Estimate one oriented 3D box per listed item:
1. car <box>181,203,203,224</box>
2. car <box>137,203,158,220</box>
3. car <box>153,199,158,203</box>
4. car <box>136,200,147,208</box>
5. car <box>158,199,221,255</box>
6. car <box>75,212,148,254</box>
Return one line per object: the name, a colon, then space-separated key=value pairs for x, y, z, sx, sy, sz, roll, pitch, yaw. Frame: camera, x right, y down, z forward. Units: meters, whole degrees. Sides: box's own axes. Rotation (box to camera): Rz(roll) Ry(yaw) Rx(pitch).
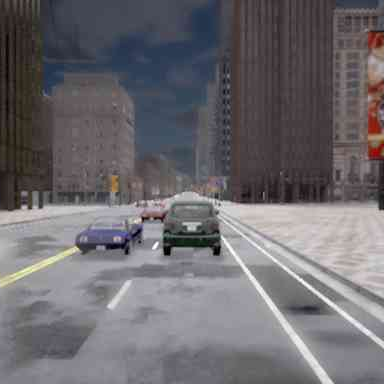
car: x=0.000 y=1.824 z=29.309 sx=1.837 sy=1.490 sz=4.892 roll=0 pitch=0 yaw=0
car: x=-3.253 y=1.914 z=29.111 sx=1.895 sy=1.301 sz=4.718 roll=0 pitch=-1 yaw=0
car: x=-6.514 y=2.139 z=65.675 sx=2.097 sy=1.767 sz=4.553 roll=0 pitch=-1 yaw=0
car: x=-9.768 y=2.313 z=65.361 sx=1.812 sy=1.442 sz=4.674 roll=0 pitch=-1 yaw=0
car: x=-0.001 y=1.358 z=14.030 sx=2.150 sy=2.045 sz=5.566 roll=0 pitch=0 yaw=0
car: x=-3.250 y=1.743 z=14.107 sx=1.895 sy=1.301 sz=4.718 roll=0 pitch=-1 yaw=0
